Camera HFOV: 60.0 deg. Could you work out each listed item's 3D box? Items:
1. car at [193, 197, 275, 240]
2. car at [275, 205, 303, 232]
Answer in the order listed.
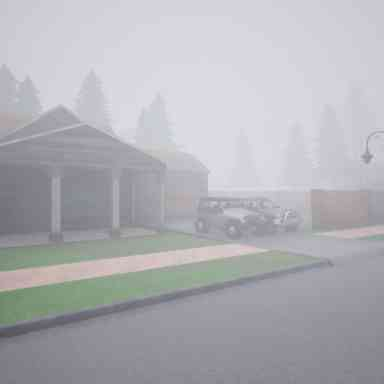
[{"bbox_3d":[1.740,1.176,16.142,1.905,1.878,3.866,0,0,-36],"label":"car"},{"bbox_3d":[3.549,1.174,17.931,1.932,1.855,4.605,0,0,-36],"label":"car"}]
